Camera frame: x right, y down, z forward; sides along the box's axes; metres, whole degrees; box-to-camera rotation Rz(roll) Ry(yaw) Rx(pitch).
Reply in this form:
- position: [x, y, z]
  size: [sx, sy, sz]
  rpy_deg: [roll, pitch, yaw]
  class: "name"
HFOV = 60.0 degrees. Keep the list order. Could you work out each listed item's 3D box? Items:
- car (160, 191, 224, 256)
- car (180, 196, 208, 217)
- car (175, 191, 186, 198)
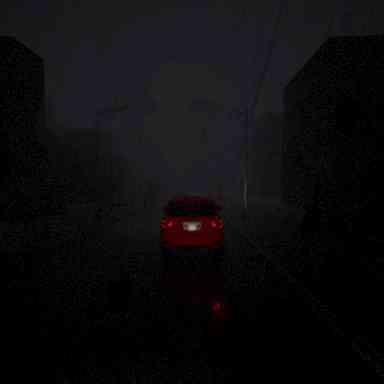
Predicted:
- position: [0.009, 1.150, 13.054]
  size: [2.150, 2.045, 5.566]
  rpy_deg: [0, 1, 0]
  class: "car"
- position: [0.251, 1.163, 28.320]
  size: [2.128, 1.511, 4.902]
  rpy_deg: [0, 1, 3]
  class: "car"
- position: [-2.376, 0.472, 70.590]
  size: [2.033, 1.411, 5.357]
  rpy_deg: [0, 1, 1]
  class: "car"
